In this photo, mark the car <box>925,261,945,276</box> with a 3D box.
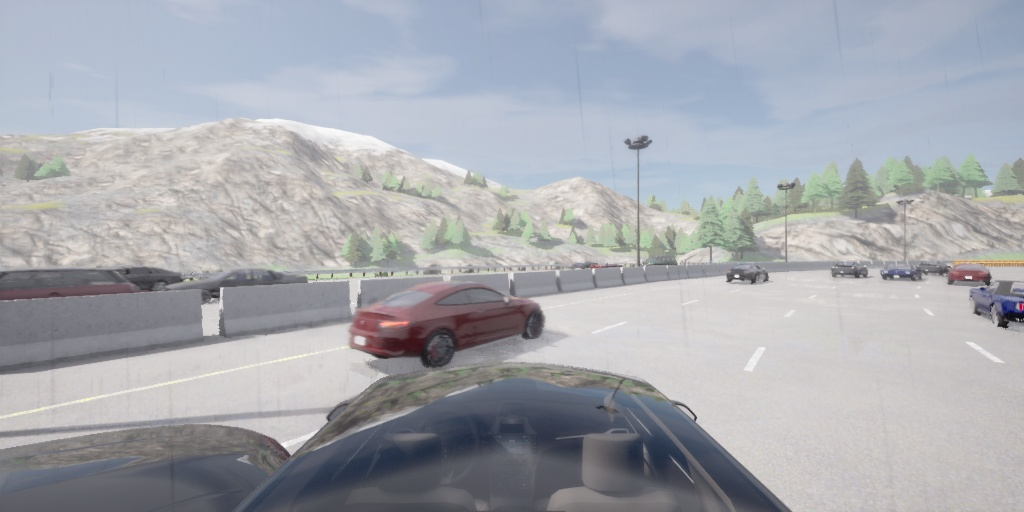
[{"bbox_3d":[43.312,1.241,36.820,4.902,1.511,2.128,0,0,-31],"label":"car"}]

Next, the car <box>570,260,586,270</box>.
[{"bbox_3d":[9.747,1.221,47.968,4.181,1.385,1.994,0,0,-38],"label":"car"}]

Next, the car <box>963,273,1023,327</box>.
[{"bbox_3d":[15.211,1.351,10.449,1.895,1.301,4.718,0,0,44],"label":"car"}]

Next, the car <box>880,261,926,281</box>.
[{"bbox_3d":[32.307,1.351,29.687,4.718,1.301,1.895,0,0,-35],"label":"car"}]

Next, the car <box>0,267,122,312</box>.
[{"bbox_3d":[-18.882,1.241,13.896,2.128,1.511,4.902,0,0,37],"label":"car"}]

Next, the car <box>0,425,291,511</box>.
[{"bbox_3d":[-2.981,1.255,0.486,4.892,1.490,1.837,0,0,-45],"label":"car"}]

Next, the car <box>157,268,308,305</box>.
[{"bbox_3d":[-12.384,1.297,16.568,2.033,1.411,5.357,0,0,39],"label":"car"}]

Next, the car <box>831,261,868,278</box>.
[{"bbox_3d":[31.374,1.241,33.297,4.902,1.511,2.128,0,0,-35],"label":"car"}]

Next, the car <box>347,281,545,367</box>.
[{"bbox_3d":[-1.133,1.275,7.892,1.812,1.442,4.674,0,0,39],"label":"car"}]

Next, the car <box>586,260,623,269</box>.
[{"bbox_3d":[11.885,1.416,45.197,4.718,1.301,1.895,0,0,-38],"label":"car"}]

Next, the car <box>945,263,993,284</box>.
[{"bbox_3d":[32.526,1.275,25.489,4.674,1.442,1.812,0,0,-37],"label":"car"}]

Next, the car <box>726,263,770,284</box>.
[{"bbox_3d":[17.913,1.275,27.276,4.674,1.442,1.812,0,0,-41],"label":"car"}]

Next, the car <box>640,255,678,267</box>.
[{"bbox_3d":[16.209,0.884,39.692,5.566,2.045,2.150,0,0,-38],"label":"car"}]

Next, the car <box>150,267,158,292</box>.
[{"bbox_3d":[-19.960,1.255,18.225,1.837,1.490,4.892,0,0,38],"label":"car"}]

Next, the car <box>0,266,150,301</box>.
[{"bbox_3d":[-13.263,1.102,9.712,2.097,1.767,4.553,0,0,38],"label":"car"}]
